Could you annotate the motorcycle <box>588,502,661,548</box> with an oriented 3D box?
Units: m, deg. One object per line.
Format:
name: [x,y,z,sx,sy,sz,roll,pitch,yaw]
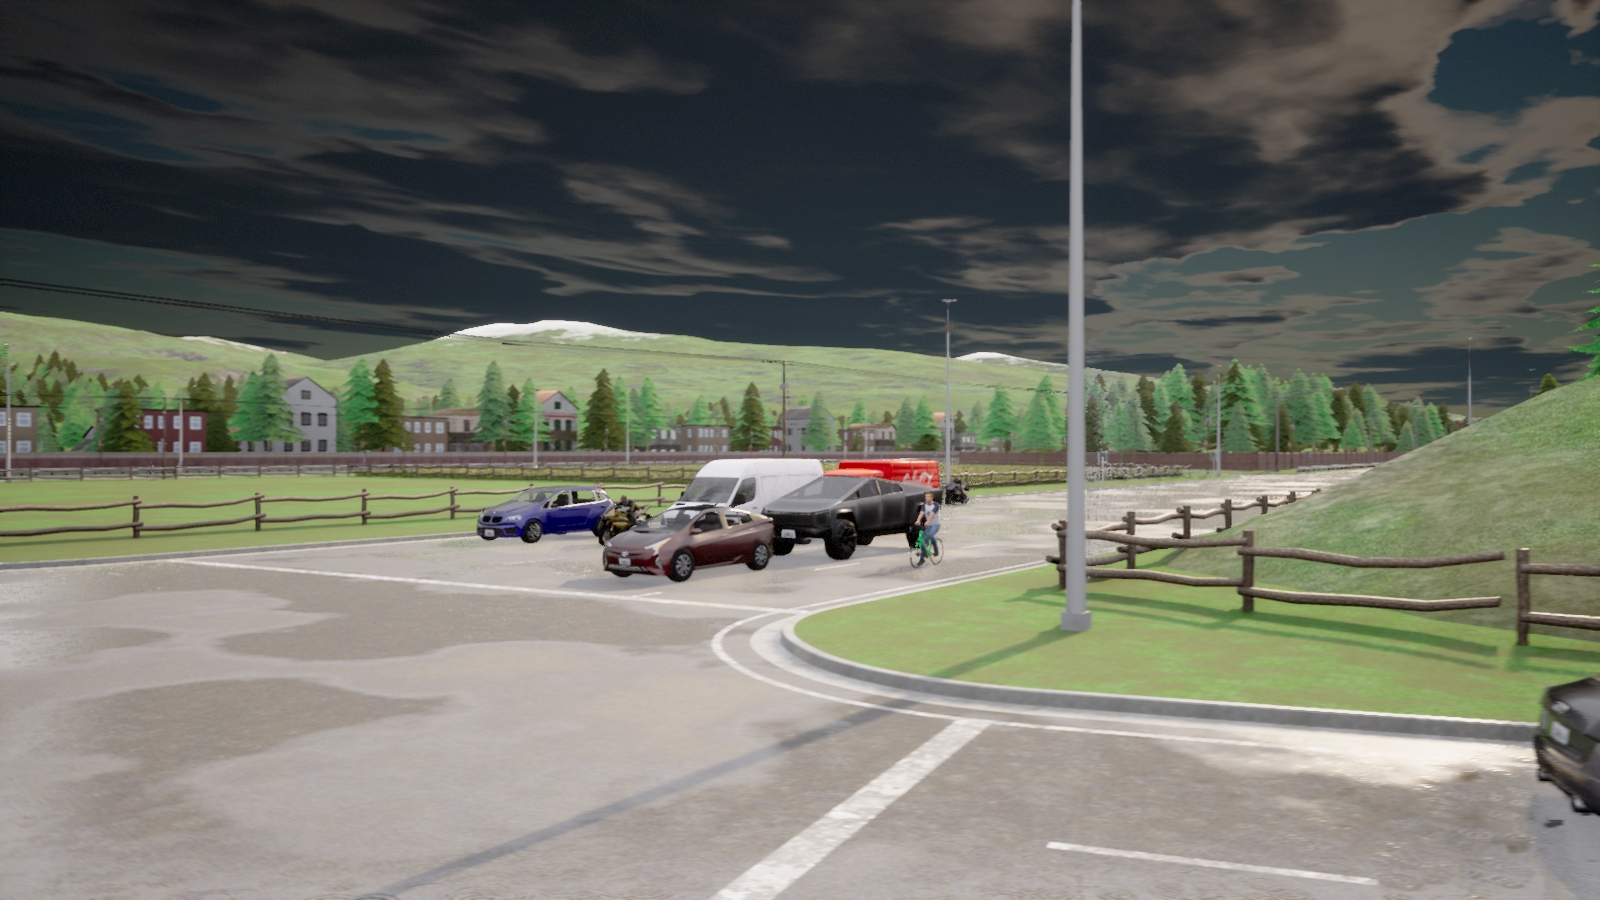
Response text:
motorcycle: [-5.211,2.219,34.115,0.867,1.251,2.209,0,0,36]

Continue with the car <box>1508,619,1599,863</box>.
car: [7.724,2.127,8.142,4.181,1.385,1.994,0,0,17]

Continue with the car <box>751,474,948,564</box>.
car: [1.516,1.770,31.487,2.390,2.098,6.274,0,0,36]

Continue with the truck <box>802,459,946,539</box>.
truck: [2.625,1.586,39.223,2.627,2.467,5.204,0,0,35]

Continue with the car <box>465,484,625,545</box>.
car: [-8.002,1.981,36.227,2.242,1.667,4.611,0,0,36]

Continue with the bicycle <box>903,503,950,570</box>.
bicycle: [3.071,2.071,27.644,0.373,1.496,1.643,0,0,36]

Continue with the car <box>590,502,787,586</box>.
car: [-2.416,2.051,25.965,2.007,1.525,4.514,0,0,35]

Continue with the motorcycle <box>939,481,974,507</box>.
motorcycle: [8.040,2.238,58.639,0.867,1.251,2.209,0,0,36]

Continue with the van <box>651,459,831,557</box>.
van: [-1.573,1.550,33.194,1.988,2.561,5.915,0,0,36]
